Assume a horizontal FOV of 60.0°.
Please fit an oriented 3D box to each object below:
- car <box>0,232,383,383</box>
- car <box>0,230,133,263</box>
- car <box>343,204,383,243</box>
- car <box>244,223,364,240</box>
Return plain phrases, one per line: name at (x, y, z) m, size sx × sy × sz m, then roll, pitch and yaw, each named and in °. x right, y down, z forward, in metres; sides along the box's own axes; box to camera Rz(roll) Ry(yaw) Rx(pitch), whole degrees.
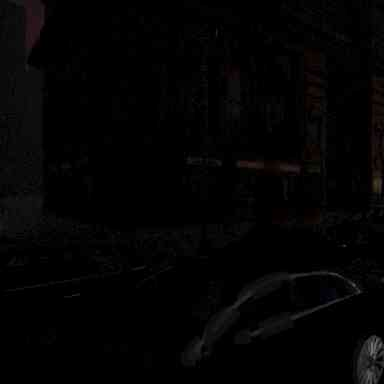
car at (0.345, 1.498, 3.626) m, size 4.902 × 1.511 × 2.128 m, roll 0°, pitch 0°, yaw -35°
car at (-2.532, 1.442, 4.841) m, size 4.097 × 1.590 × 1.967 m, roll 0°, pitch 0°, yaw -35°
car at (6.596, 1.352, 11.338) m, size 5.009 × 1.841 × 2.192 m, roll 0°, pitch 0°, yaw -35°
car at (2.031, 1.585, 8.090) m, size 4.313 × 1.339 × 1.947 m, roll 0°, pitch 0°, yaw -35°
